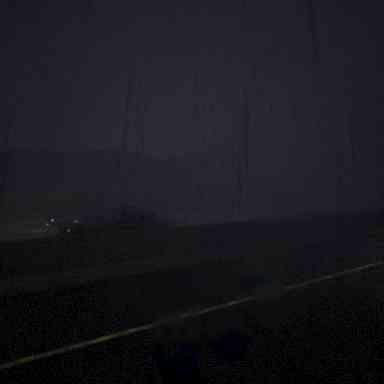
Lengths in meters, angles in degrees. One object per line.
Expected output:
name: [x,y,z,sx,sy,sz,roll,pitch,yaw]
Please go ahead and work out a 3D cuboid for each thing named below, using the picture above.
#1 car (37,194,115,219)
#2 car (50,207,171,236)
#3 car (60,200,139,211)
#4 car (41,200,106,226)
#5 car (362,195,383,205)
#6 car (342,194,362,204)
car: [-8.112,1.154,24.000,5.566,2.045,2.150,-1,0,-36]
car: [-3.365,1.548,14.490,4.718,1.301,1.895,-1,0,-36]
car: [-4.205,1.411,18.191,5.008,1.535,1.882,-1,0,-36]
car: [-6.285,1.482,21.000,5.357,1.411,2.033,-1,0,-36]
car: [26.610,1.070,47.567,2.033,1.411,5.357,0,0,44]
car: [24.708,1.068,50.634,2.033,1.411,5.357,0,0,44]
